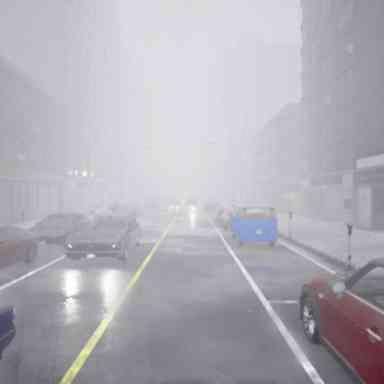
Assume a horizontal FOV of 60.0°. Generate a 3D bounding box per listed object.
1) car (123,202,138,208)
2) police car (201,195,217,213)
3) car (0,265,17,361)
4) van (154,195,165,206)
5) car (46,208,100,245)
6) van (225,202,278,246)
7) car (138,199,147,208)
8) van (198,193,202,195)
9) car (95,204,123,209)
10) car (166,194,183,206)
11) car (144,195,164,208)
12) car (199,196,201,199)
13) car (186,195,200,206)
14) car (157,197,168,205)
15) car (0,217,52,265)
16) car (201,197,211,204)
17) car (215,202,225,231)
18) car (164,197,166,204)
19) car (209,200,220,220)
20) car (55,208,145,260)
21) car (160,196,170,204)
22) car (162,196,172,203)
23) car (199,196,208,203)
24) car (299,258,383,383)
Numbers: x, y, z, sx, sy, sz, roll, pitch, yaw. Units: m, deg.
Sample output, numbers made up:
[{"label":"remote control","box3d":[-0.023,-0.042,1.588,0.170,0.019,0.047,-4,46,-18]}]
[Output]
[{"label":"car","box3d":[-5.858,1.636,26.434,1.947,1.339,4.313,0,0,0]},{"label":"police car","box3d":[2.366,1.525,38.533,1.930,1.638,5.238,0,0,0]},{"label":"car","box3d":[-3.098,1.606,1.866,1.895,1.301,4.718,0,0,0]},{"label":"van","box3d":[-5.858,1.491,60.444,1.690,1.788,3.998,0,0,0]},{"label":"car","box3d":[-5.858,1.607,15.098,1.947,1.339,4.313,0,0,0]},{"label":"van","box3d":[2.668,1.383,15.104,1.690,1.788,3.998,0,0,0]},{"label":"car","box3d":[-5.858,1.628,32.102,1.887,1.381,4.507,0,0,0]},{"label":"van","box3d":[2.668,1.511,71.798,1.690,1.788,3.998,0,0,0]},{"label":"car","box3d":[-5.858,1.581,20.596,1.752,1.417,4.829,0,0,0]},{"label":"car","box3d":[-3.043,1.635,57.955,2.128,1.511,4.902,0,0,1]},{"label":"car","box3d":[-5.858,1.439,49.108,2.192,1.841,5.009,0,0,0]},{"label":"car","box3d":[2.667,1.704,54.789,1.947,1.339,4.313,0,0,0]},{"label":"car","box3d":[0.001,1.652,57.452,1.837,1.490,4.892,0,0,0]},{"label":"car","box3d":[-5.858,1.685,65.943,1.752,1.417,4.829,0,0,0]},{"label":"car","box3d":[-5.858,1.608,9.430,1.802,1.307,4.206,0,0,0]},{"label":"car","box3d":[2.668,1.744,66.127,1.802,1.307,4.206,0,0,0]},{"label":"car","box3d":[2.668,1.583,20.943,1.752,1.417,4.829,0,0,0]},{"label":"car","box3d":[-5.858,1.687,54.775,2.008,1.369,4.403,0,0,0]},{"label":"car","box3d":[2.668,1.622,26.443,2.008,1.369,4.403,0,0,0]},{"label":"car","box3d":[-3.090,1.583,12.856,2.033,1.411,5.357,0,0,0]},{"label":"car","box3d":[-5.858,1.694,71.612,1.752,1.417,4.829,0,0,0]},{"label":"car","box3d":[-5.858,1.727,77.449,2.008,1.369,4.403,0,0,0]},{"label":"car","box3d":[2.667,1.702,77.637,1.752,1.417,4.829,0,0,0]},{"label":"car","box3d":[2.668,1.451,3.765,1.967,1.590,4.097,0,0,0]}]
